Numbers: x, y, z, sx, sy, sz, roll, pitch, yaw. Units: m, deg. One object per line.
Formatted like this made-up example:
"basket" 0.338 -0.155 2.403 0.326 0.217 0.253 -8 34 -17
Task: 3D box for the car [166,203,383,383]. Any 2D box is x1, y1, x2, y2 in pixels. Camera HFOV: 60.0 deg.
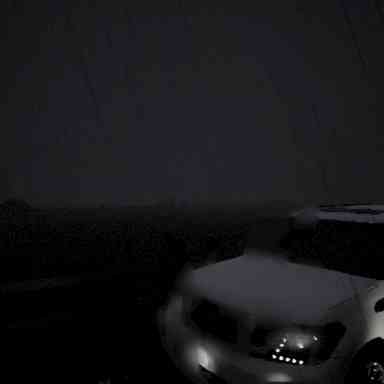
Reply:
"car" 2.357 1.229 4.756 5.566 2.045 2.150 0 0 -36

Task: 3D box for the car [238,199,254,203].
"car" 12.879 2.464 79.387 1.994 1.385 4.181 -1 0 -36
